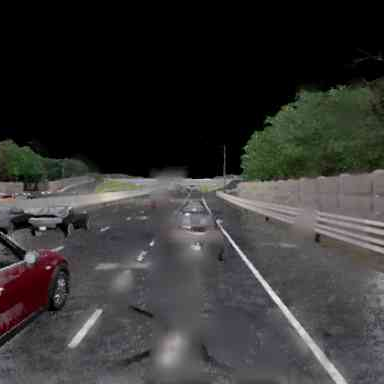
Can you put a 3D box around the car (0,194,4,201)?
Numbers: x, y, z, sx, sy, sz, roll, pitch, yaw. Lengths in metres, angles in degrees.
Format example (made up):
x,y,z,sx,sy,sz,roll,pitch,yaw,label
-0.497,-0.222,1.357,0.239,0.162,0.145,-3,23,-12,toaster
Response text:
x,y,z,sx,sy,sz,roll,pitch,yaw,label
-24.372,1.095,42.110,2.097,1.767,4.553,0,1,1,car

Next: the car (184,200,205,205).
x,y,z,sx,sy,sz,roll,pitch,yaw,label
0.218,1.459,30.940,1.994,1.385,4.181,0,1,0,car

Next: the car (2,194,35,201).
x,y,z,sx,sy,sz,roll,pitch,yaw,label
-20.885,1.265,41.113,1.837,1.490,4.892,0,1,1,car

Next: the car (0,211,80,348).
x,y,z,sx,sy,sz,roll,pitch,yaw,label
-3.494,1.342,4.826,2.097,1.767,4.553,0,0,0,car

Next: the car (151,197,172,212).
x,y,z,sx,sy,sz,roll,pitch,yaw,label
-3.339,1.305,36.740,1.882,1.535,5.008,0,1,0,car

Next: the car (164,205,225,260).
x,y,z,sx,sy,sz,roll,pitch,yaw,label
0.125,1.469,12.356,2.128,1.511,4.902,0,0,0,car

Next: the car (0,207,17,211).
x,y,z,sx,sy,sz,roll,pitch,yaw,label
-10.351,1.528,18.676,1.994,1.385,4.181,0,0,0,car

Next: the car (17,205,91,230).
x,y,z,sx,sy,sz,roll,pitch,yaw,label
-6.855,1.458,17.723,2.128,1.511,4.902,0,0,0,car
